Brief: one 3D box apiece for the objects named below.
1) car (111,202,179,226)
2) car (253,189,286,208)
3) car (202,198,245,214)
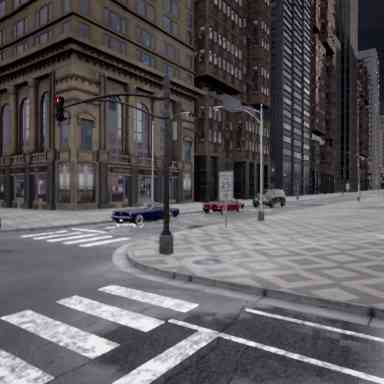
[{"bbox_3d":[-2.943,1.350,21.606,1.895,1.301,4.718,0,1,36],"label":"car"},{"bbox_3d":[8.998,0.696,38.347,2.150,2.045,5.566,0,1,36],"label":"car"},{"bbox_3d":[2.859,1.216,29.740,1.895,1.301,4.718,0,1,35],"label":"car"}]
